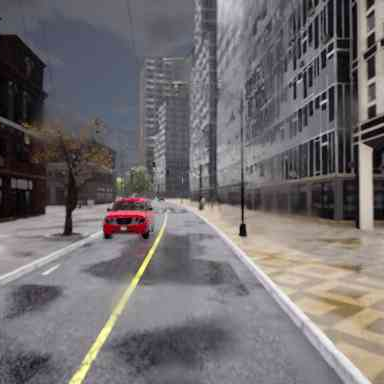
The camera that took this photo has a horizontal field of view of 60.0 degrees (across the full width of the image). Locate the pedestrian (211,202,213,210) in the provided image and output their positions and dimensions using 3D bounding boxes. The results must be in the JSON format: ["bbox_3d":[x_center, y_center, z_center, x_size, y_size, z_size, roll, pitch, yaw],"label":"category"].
[{"bbox_3d":[2.612,1.799,42.779,0.500,1.100,0.500,1,-1,-5],"label":"pedestrian"}]

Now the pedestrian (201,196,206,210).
[{"bbox_3d":[1.512,1.419,43.897,0.375,1.860,0.375,1,-1,-5],"label":"pedestrian"}]

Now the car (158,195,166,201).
[{"bbox_3d":[-8.052,1.847,88.460,1.837,1.490,4.892,0,0,-10],"label":"car"}]

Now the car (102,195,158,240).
[{"bbox_3d":[-3.235,1.339,18.015,2.150,2.045,5.566,0,0,-2],"label":"car"}]

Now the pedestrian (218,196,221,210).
[{"bbox_3d":[3.556,1.435,43.471,0.375,1.860,0.375,1,-1,-5],"label":"pedestrian"}]
